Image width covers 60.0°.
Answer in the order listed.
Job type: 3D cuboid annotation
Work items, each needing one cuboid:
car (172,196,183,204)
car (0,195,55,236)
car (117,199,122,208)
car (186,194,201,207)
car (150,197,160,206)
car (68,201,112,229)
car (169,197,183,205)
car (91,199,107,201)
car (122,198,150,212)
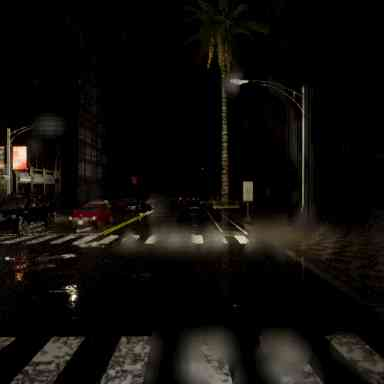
[{"bbox_3d":[-2.896,1.632,67.667,1.994,1.385,4.181,0,0,0],"label":"car"},{"bbox_3d":[-9.779,1.224,18.939,2.150,2.045,5.566,0,0,0],"label":"car"},{"bbox_3d":[-9.633,1.628,48.550,1.895,1.301,4.718,0,0,1],"label":"car"},{"bbox_3d":[0.209,1.258,53.417,2.150,2.045,5.566,0,0,0],"label":"car"},{"bbox_3d":[-6.318,1.564,54.579,1.812,1.442,4.674,0,0,1],"label":"car"},{"bbox_3d":[-6.512,1.530,21.780,1.812,1.442,4.674,0,0,0],"label":"car"},{"bbox_3d":[-2.935,1.609,57.709,1.994,1.385,4.181,0,0,1],"label":"car"},{"bbox_3d":[-9.712,1.503,34.336,2.128,1.511,4.902,0,0,0],"label":"car"},{"bbox_3d":[-6.442,1.521,38.656,1.837,1.490,4.892,0,-1,0],"label":"car"}]
